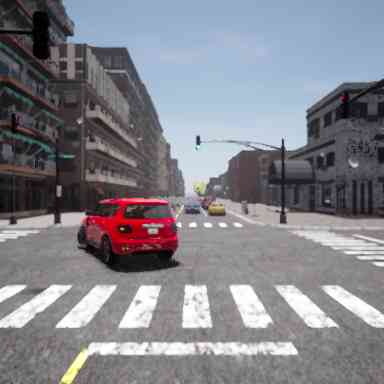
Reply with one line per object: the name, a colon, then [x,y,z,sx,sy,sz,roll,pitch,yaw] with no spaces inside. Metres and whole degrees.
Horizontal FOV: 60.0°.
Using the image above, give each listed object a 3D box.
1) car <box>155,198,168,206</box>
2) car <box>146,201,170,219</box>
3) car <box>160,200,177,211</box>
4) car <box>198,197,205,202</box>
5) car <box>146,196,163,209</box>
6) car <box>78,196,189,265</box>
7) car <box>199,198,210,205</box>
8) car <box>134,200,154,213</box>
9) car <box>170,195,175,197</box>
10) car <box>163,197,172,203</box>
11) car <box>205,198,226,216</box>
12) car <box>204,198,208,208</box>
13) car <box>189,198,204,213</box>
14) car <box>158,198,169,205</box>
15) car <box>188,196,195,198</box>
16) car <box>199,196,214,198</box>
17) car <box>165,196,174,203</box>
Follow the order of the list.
car: [-5.774,1.882,62.854,2.008,1.369,4.403,0,0,0]
car: [-3.138,1.684,31.922,1.812,1.442,4.674,0,0,0]
car: [-3.146,1.790,44.569,1.994,1.385,4.181,0,0,0]
car: [2.569,2.035,90.732,1.752,1.417,4.829,0,0,0]
car: [-5.757,1.581,51.778,2.192,1.841,5.009,0,0,0]
car: [-2.510,1.262,12.180,2.150,2.045,5.566,2,-1,-30]
car: [2.600,1.916,68.405,2.008,1.369,4.403,0,0,0]
car: [-5.743,1.729,40.528,1.752,1.417,4.829,0,0,0]
car: [-3.132,1.797,58.671,2.128,1.511,4.902,0,0,0]
car: [-5.796,1.980,79.473,1.887,1.381,4.507,0,0,0]
car: [2.645,1.702,35.341,1.752,1.417,4.829,0,0,0]
car: [2.630,1.817,46.249,1.802,1.307,4.206,0,0,0]
car: [0.045,1.746,39.569,2.033,1.411,5.357,0,0,0]
car: [-5.781,1.890,68.224,1.752,1.417,4.829,0,0,0]
car: [-0.098,1.745,72.366,2.097,1.767,4.553,0,0,0]
car: [2.623,1.582,51.790,2.192,1.841,5.009,0,0,0]
car: [-5.804,1.912,85.011,1.967,1.590,4.097,0,0,0]
